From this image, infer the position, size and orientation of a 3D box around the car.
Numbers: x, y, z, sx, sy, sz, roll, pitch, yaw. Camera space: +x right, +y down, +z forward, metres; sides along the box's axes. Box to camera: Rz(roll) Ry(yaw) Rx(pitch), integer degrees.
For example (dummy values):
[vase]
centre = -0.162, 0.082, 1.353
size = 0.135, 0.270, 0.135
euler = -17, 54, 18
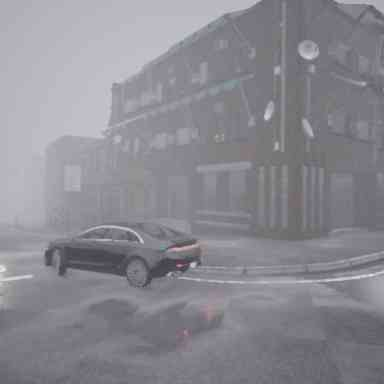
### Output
[car]
centre = -2.047, 1.590, 9.350
size = 4.902, 1.511, 2.128
euler = -1, -2, 30
